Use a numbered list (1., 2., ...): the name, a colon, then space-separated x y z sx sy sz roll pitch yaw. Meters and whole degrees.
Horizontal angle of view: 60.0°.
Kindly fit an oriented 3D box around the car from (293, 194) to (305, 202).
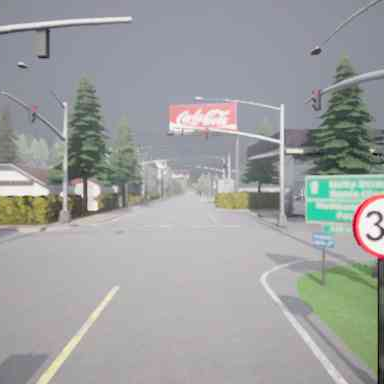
1. car: 22.442 1.310 67.259 1.970 1.475 3.806 0 0 0

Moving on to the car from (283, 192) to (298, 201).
1. car: 22.380 1.016 75.737 1.932 1.855 4.605 0 0 0
